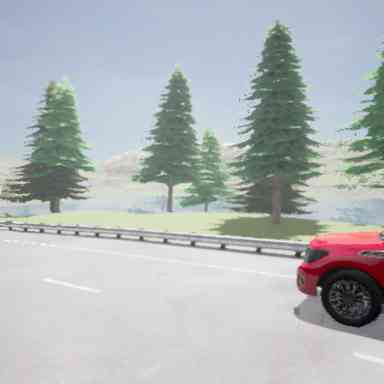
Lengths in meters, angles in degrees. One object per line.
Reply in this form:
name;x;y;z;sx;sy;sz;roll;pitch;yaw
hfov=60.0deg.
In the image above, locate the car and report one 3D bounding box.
car;4.577;1.144;5.204;5.566;2.045;2.150;0;0;36
